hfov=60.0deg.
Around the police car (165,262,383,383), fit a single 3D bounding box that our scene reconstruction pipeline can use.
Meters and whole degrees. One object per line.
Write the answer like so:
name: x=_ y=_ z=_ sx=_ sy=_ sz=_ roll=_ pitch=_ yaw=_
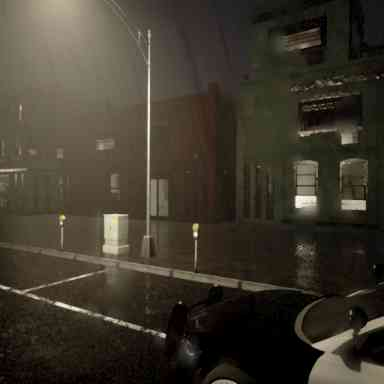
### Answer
police car: x=2.099 y=1.426 z=2.792 sx=5.238 sy=1.638 sz=1.930 roll=0 pitch=0 yaw=33
